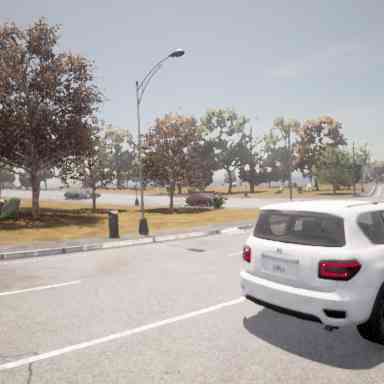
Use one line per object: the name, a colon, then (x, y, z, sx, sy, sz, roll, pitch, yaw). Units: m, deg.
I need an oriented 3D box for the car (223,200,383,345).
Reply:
car: (3.367, 1.179, 6.600, 5.566, 2.045, 2.150, -1, 0, -39)

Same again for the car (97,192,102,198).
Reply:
car: (-16.778, 0.284, 54.446, 4.181, 1.385, 1.994, 2, 4, 33)

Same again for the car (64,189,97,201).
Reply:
car: (-17.377, 0.428, 50.660, 4.902, 1.511, 2.128, 2, 4, 33)

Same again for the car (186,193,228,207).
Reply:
car: (1.435, 0.872, 38.483, 4.674, 1.442, 1.812, 0, 3, 33)

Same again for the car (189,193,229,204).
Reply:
car: (2.158, 0.777, 42.183, 4.718, 1.301, 1.895, 0, 3, 33)
